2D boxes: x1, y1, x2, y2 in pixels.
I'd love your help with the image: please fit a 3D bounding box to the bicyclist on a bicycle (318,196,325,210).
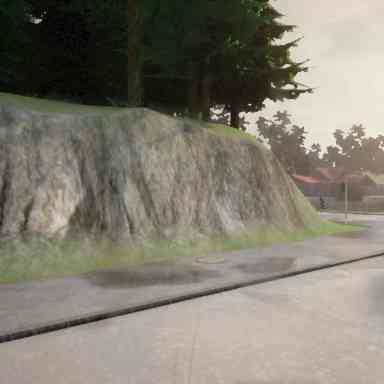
[{"bbox_3d":[15.550,1.361,39.982,1.656,1.620,0.582,0,0,-36],"label":"bicyclist on a bicycle"}]
